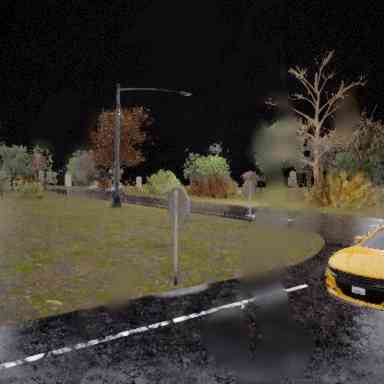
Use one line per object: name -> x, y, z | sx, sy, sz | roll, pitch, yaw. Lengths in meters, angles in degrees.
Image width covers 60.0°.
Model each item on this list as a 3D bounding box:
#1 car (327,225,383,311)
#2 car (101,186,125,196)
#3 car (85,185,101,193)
car -> 5.027, 1.428, 7.446 | 5.008, 1.535, 1.882 | -2, 2, -36
car -> -12.115, -0.216, 52.020 | 1.812, 1.442, 4.674 | 0, 2, -36
car -> -17.705, -0.525, 59.814 | 1.812, 1.442, 4.674 | 0, 2, -36
